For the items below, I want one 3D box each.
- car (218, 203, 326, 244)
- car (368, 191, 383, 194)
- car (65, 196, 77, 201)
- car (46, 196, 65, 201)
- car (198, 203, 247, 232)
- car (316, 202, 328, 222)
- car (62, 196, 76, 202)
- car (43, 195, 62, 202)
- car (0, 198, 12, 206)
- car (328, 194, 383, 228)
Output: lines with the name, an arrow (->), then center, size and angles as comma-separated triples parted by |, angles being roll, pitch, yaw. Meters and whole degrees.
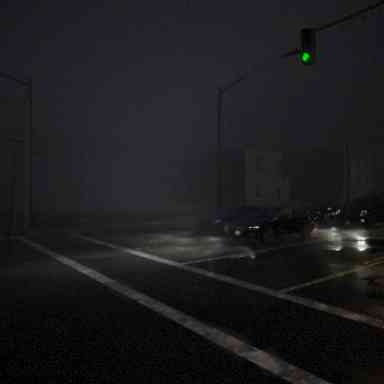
car -> 3.912, 1.464, 15.821 | 4.902, 1.511, 2.128 | -1, 0, -37
car -> 17.141, 0.940, 30.335 | 5.566, 2.045, 2.150 | -1, 1, -38
car -> -31.148, 1.630, 85.501 | 1.853, 1.218, 4.536 | 0, 0, -7
car -> -34.915, 1.630, 85.273 | 4.536, 1.218, 1.853 | 0, 0, 23
car -> 2.597, 1.452, 19.223 | 5.008, 1.535, 1.882 | -1, 0, -37
car -> 9.739, 1.426, 24.686 | 4.181, 1.385, 1.994 | -1, 0, -38
car -> -31.141, 1.788, 85.449 | 2.038, 1.542, 4.974 | 0, 0, -7
car -> -34.867, 1.787, 85.252 | 4.974, 1.542, 2.038 | 0, 0, 23
car -> -34.563, 1.771, 59.136 | 1.812, 1.442, 4.674 | 0, 0, 27
car -> 11.096, 1.219, 21.312 | 4.553, 1.767, 2.097 | -1, 0, -37
